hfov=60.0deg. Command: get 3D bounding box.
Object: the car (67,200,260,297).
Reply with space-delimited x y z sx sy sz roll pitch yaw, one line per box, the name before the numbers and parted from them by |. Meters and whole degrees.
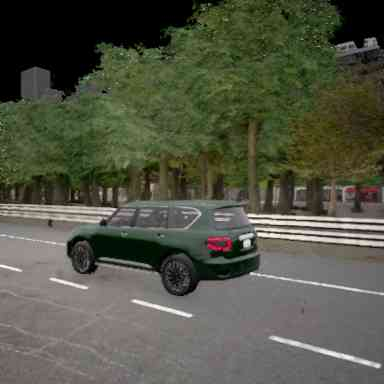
car | -0.973 1.227 8.866 5.566 2.045 2.150 0 0 36
